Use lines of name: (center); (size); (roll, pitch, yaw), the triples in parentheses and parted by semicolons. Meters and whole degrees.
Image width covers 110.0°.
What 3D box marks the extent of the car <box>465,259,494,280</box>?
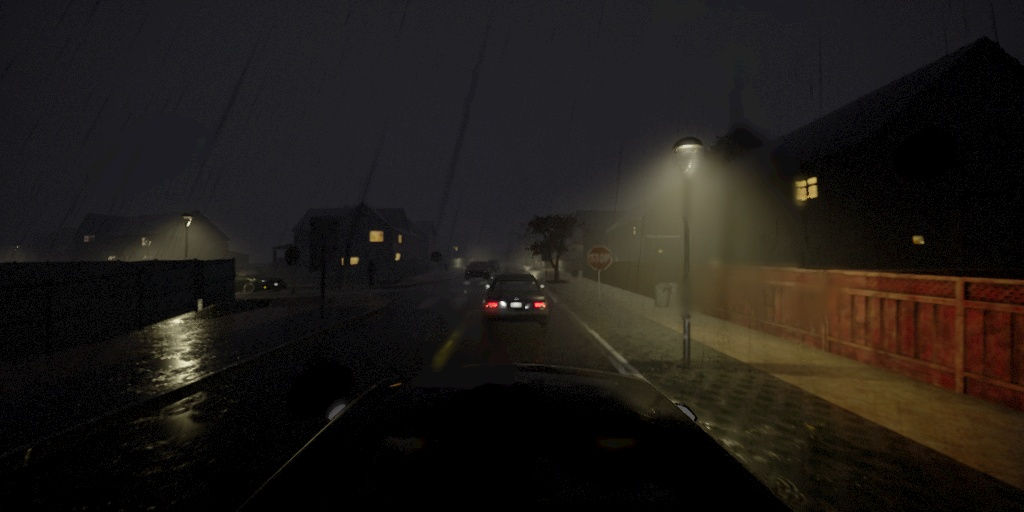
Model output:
car: (-2.844, 1.195, 30.503); (1.882, 1.535, 5.008); (0, 0, 0)

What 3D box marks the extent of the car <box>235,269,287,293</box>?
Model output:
car: (-14.911, 1.407, 19.972); (4.181, 1.385, 1.994); (-1, -2, 8)

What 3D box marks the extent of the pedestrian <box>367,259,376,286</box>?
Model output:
pedestrian: (-9.907, 1.144, 25.219); (0.375, 1.860, 0.375); (0, -2, 5)

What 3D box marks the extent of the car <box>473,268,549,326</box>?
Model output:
car: (0.101, 1.276, 11.551); (2.033, 1.411, 5.357); (0, 0, 0)

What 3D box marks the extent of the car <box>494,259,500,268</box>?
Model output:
car: (-2.836, 1.287, 43.111); (1.994, 1.385, 4.181); (0, 0, 0)
